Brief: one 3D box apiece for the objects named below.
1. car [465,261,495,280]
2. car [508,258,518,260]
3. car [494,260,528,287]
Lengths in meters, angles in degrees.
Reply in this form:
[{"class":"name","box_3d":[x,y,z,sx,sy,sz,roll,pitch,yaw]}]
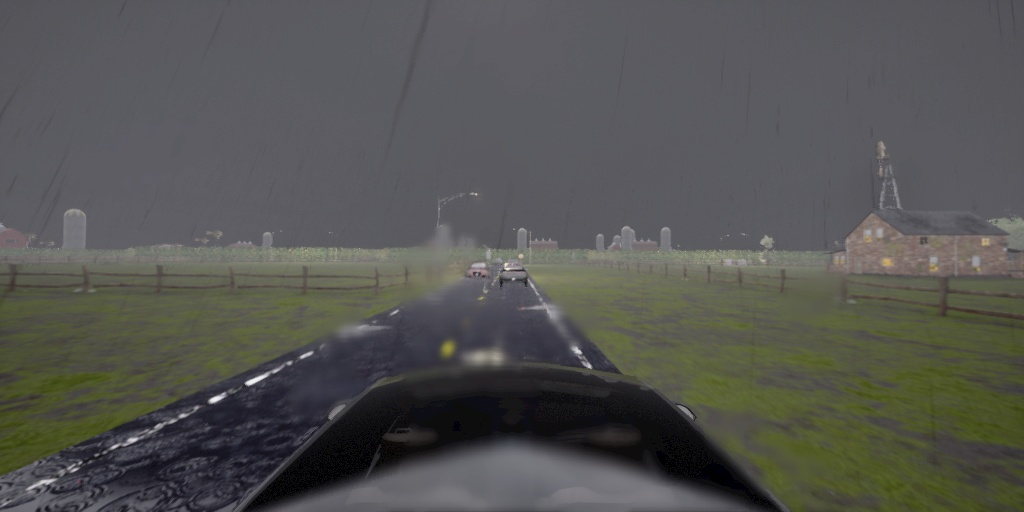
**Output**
[{"class":"car","box_3d":[-2.849,1.310,31.210,1.994,1.385,4.181,0,0,0]},{"class":"car","box_3d":[0.092,1.091,45.614,2.097,1.767,4.553,0,0,0]},{"class":"car","box_3d":[0.097,1.240,24.606,2.128,1.511,4.902,0,0,0]}]
